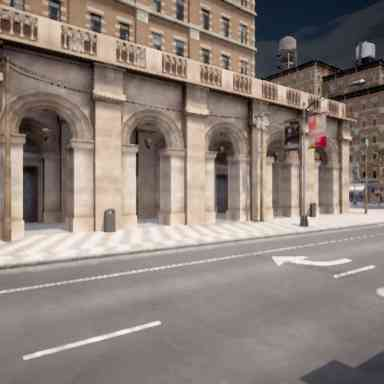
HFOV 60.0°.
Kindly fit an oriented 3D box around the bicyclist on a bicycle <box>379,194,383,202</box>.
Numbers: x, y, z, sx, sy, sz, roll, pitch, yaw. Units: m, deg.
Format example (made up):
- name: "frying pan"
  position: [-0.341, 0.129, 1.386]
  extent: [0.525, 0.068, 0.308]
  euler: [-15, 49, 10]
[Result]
- name: "bicyclist on a bicycle"
  position: [36.490, 1.275, 64.282]
  extent: [1.656, 1.620, 0.582]
  euler: [0, 0, -36]
